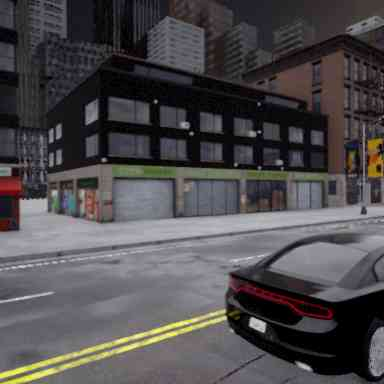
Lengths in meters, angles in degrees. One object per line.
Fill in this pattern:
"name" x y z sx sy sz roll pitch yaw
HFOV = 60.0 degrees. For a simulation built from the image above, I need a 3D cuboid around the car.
"car" 2.801 1.417 5.439 5.008 1.535 1.882 -1 0 -36
